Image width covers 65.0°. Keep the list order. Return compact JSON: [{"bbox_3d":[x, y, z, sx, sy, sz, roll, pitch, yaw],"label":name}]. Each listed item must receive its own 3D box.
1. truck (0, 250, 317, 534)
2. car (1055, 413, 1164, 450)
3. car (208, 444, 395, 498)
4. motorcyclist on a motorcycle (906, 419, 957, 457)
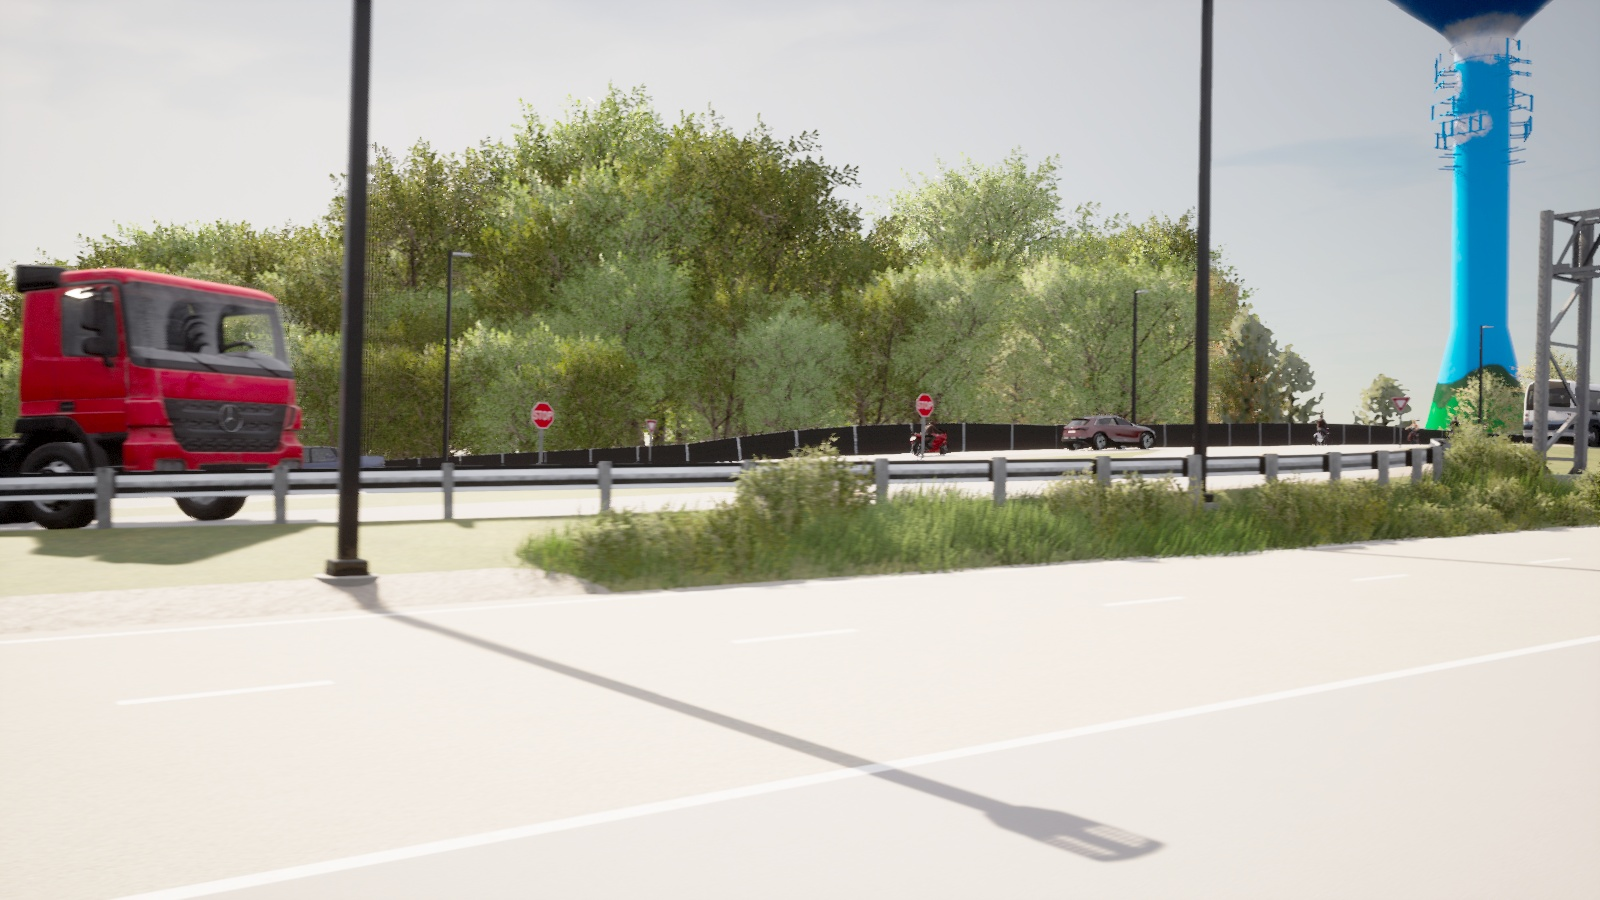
[{"bbox_3d":[-11.221,-0.580,18.150,7.936,3.462,2.891,-2,-1,21],"label":"truck"},{"bbox_3d":[14.480,-0.870,58.699,4.856,1.649,2.033,-2,1,-29],"label":"car"},{"bbox_3d":[-16.346,0.651,41.280,5.357,1.411,2.033,-3,2,-33],"label":"car"},{"bbox_3d":[5.544,-0.523,52.827,2.044,1.523,0.797,-2,1,-34],"label":"motorcyclist on a motorcycle"}]
